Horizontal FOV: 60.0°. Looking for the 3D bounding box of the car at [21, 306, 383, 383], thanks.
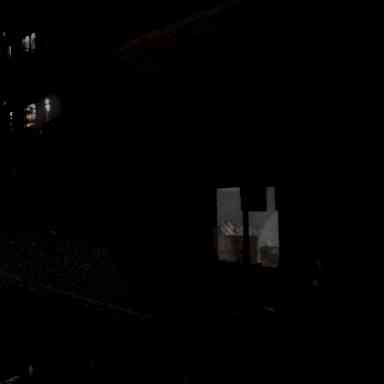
[{"bbox_3d":[0.403,1.581,2.458,4.206,1.307,1.802,0,-1,36],"label":"car"}]
